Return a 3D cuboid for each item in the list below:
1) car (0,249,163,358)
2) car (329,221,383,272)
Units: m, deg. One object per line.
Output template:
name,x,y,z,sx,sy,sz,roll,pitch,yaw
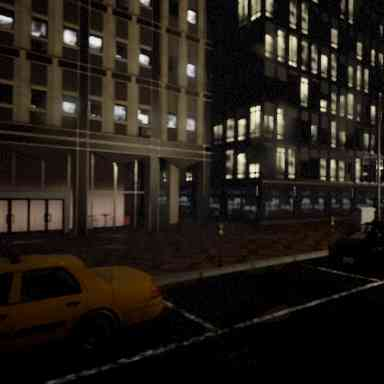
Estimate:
car,-2.756,1.529,4.591,4.829,1.417,1.752,1,0,-35
car,6.400,1.671,11.116,4.313,1.339,1.947,1,0,-35
